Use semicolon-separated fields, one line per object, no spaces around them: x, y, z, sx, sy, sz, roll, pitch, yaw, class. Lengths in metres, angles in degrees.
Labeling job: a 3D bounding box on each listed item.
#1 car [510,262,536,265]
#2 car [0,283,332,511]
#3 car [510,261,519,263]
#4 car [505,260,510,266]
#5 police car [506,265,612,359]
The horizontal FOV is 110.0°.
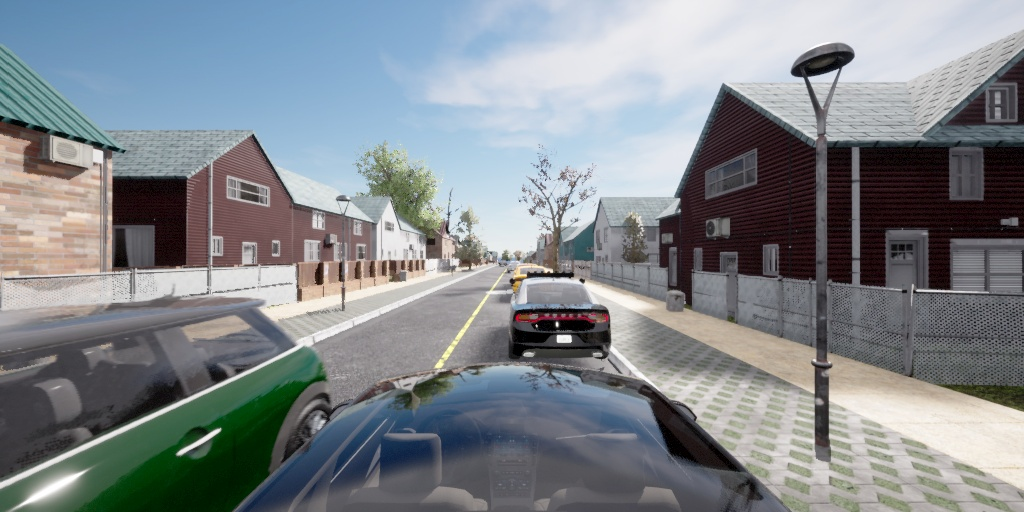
0.969;1.238;18.435;1.882;1.535;5.008;0;0;0;car
-2.742;1.102;1.472;2.097;1.767;4.553;0;0;0;car
1.018;1.250;24.436;1.882;1.535;5.008;0;0;0;car
0.397;1.383;45.710;1.812;1.442;4.674;0;0;1;car
0.889;1.176;8.545;1.930;1.638;5.238;0;0;0;police car
